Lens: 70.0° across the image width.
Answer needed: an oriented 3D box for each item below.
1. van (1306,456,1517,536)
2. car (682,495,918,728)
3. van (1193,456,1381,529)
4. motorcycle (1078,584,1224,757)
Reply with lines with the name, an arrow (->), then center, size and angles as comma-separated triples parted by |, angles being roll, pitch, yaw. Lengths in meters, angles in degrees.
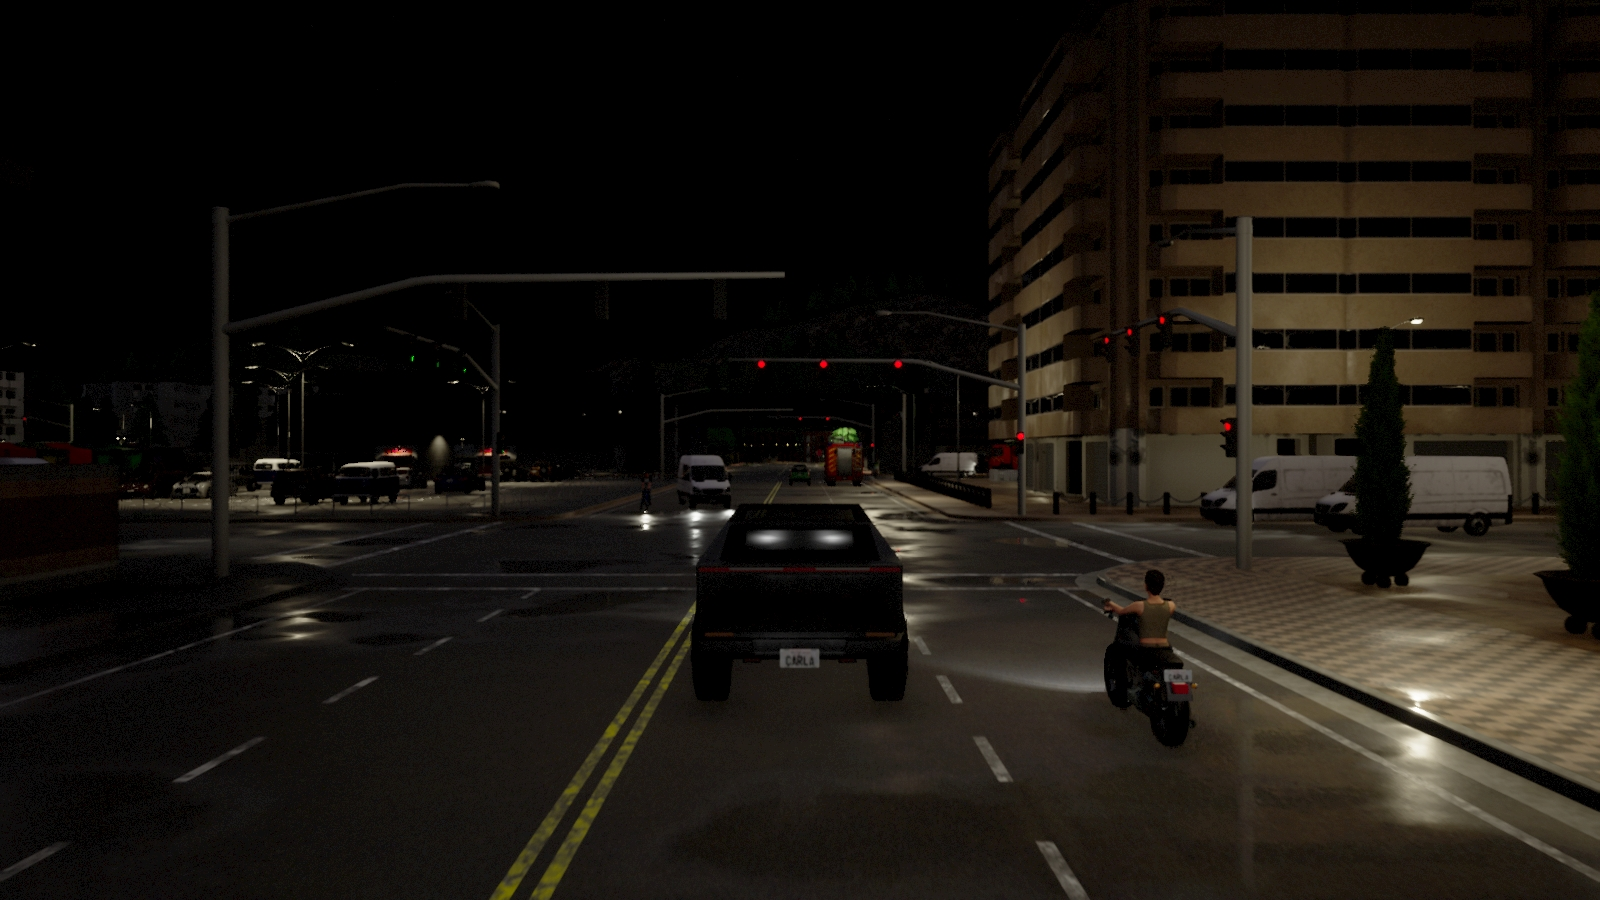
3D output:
van -> 20.052, 1.489, 37.638 | 5.915, 2.561, 1.988 | 0, 0, 0
car -> -0.004, 1.758, 14.699 | 2.390, 2.098, 6.274 | 0, 0, 0
van -> 17.463, 1.490, 41.125 | 5.915, 2.561, 1.988 | 0, 0, 0
motorcycle -> 3.499, 2.158, 11.636 | 0.764, 1.307, 2.356 | 0, 0, 0
